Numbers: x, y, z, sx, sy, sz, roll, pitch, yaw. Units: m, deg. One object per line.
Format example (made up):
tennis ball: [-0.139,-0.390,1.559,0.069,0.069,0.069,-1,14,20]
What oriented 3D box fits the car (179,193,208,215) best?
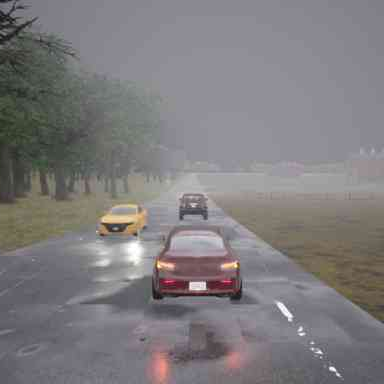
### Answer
car: [0.109,1.083,26.924,2.150,2.045,5.566,0,1,0]

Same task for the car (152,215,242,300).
car: [0.102,1.519,8.258,1.812,1.442,4.674,0,0,0]

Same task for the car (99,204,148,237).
car: [-3.594,1.434,18.122,1.882,1.535,5.008,0,0,0]
